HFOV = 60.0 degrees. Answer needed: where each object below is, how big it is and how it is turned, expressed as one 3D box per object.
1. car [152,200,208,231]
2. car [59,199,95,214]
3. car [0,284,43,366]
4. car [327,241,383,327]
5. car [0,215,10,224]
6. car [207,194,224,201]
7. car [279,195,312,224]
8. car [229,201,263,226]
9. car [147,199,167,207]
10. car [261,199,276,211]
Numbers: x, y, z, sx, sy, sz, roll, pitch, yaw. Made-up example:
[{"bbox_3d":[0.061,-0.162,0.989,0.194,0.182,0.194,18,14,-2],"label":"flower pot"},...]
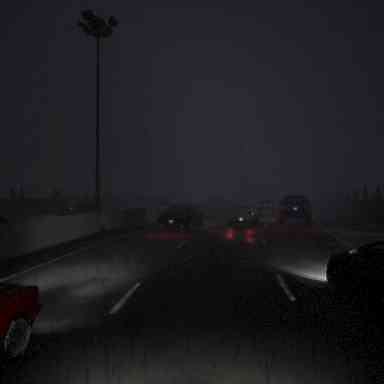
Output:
[{"bbox_3d":[-0.590,1.471,20.888,1.882,1.535,5.008,0,0,13],"label":"car"},{"bbox_3d":[-11.548,1.472,34.338,1.882,1.535,5.008,0,0,18],"label":"car"},{"bbox_3d":[-3.231,1.588,2.865,1.895,1.301,4.718,0,0,2],"label":"car"},{"bbox_3d":[4.022,1.568,6.104,1.994,1.385,4.181,0,0,5],"label":"car"},{"bbox_3d":[-9.425,1.461,13.160,2.128,1.511,4.902,0,0,9],"label":"car"},{"bbox_3d":[4.431,1.319,60.717,2.150,2.045,5.566,0,0,18],"label":"car"},{"bbox_3d":[7.824,1.235,25.201,2.150,2.045,5.566,0,0,17],"label":"car"},{"bbox_3d":[3.787,1.530,23.707,1.812,1.442,4.674,0,0,16],"label":"car"},{"bbox_3d":[-4.319,1.637,45.249,1.895,1.301,4.718,0,0,18],"label":"car"},{"bbox_3d":[9.251,1.602,41.167,2.033,1.411,5.357,0,0,18],"label":"car"}]
